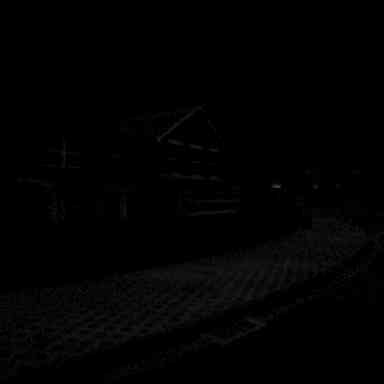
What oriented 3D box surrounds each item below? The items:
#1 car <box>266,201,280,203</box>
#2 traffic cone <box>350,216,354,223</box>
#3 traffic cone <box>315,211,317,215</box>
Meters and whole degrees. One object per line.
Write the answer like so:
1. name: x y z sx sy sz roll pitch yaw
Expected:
1. car: 12.880 2.153 52.393 1.837 1.490 4.892 1 -1 -23
2. traffic cone: 13.948 2.375 29.145 0.340 0.580 0.340 0 -1 16
3. traffic cone: 14.400 2.470 38.543 0.340 0.580 0.340 0 -1 -4
